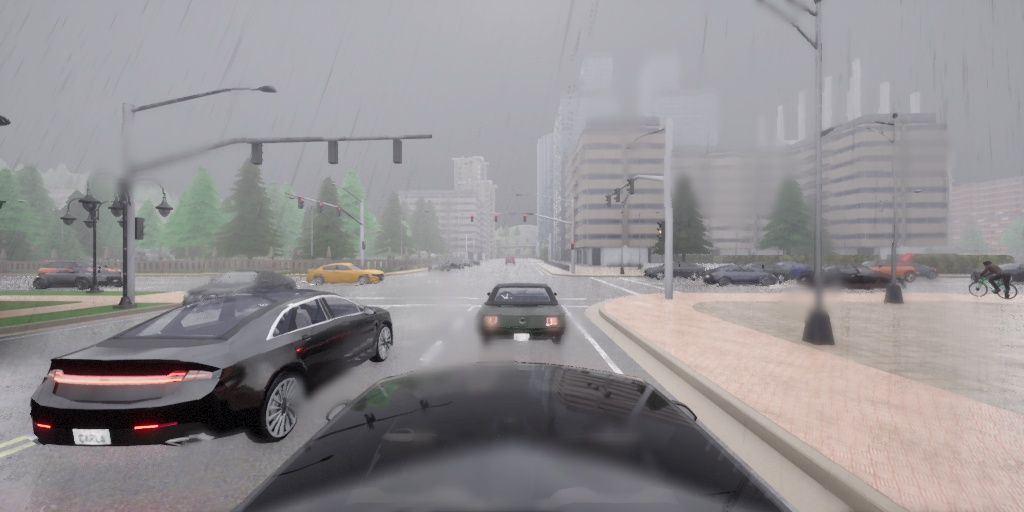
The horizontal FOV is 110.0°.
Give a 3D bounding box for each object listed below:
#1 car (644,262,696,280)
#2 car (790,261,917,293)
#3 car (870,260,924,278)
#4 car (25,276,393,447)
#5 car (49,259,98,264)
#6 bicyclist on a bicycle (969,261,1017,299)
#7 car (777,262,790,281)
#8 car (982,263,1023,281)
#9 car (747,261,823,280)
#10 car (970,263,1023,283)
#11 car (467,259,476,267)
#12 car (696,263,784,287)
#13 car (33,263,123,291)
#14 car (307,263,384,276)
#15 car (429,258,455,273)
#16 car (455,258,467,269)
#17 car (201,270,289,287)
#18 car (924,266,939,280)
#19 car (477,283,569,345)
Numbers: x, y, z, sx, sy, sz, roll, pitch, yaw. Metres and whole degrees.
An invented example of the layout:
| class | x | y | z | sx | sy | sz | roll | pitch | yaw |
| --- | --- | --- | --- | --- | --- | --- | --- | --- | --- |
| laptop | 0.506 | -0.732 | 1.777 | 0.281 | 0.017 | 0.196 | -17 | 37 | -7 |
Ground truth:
| class | x | y | z | sx | sy | sz | roll | pitch | yaw |
| --- | --- | --- | --- | --- | --- | --- | --- | --- | --- |
| car | 13.964 | 1.255 | 31.057 | 4.892 | 1.490 | 1.837 | 0 | 0 | 2 |
| car | 19.043 | 1.227 | 20.183 | 5.008 | 1.535 | 1.882 | 0 | 0 | 2 |
| car | 27.417 | 1.102 | 27.107 | 4.553 | 1.767 | 2.097 | 0 | 0 | 2 |
| car | -3.330 | 1.242 | 5.313 | 2.128 | 1.511 | 4.902 | 0 | 0 | 1 |
| car | -30.344 | 1.102 | 25.336 | 4.553 | 1.767 | 2.097 | 0 | 0 | 2 |
| bicyclist on a bicycle | 21.182 | 1.051 | 15.827 | 0.582 | 1.620 | 1.656 | 0 | 0 | 2 |
| car | 18.485 | 1.255 | 27.406 | 4.892 | 1.490 | 1.837 | 0 | 0 | 2 |
| car | 43.478 | 1.297 | 30.047 | 5.357 | 1.411 | 2.033 | 0 | 0 | 2 |
| car | 23.311 | 1.228 | 30.748 | 5.008 | 1.535 | 1.882 | 0 | 0 | 2 |
| car | 37.532 | 1.228 | 26.761 | 5.008 | 1.535 | 1.882 | 0 | 0 | 2 |
| car | -8.150 | 1.255 | 64.164 | 1.837 | 1.490 | 4.892 | 0 | 0 | 3 |
| car | 15.031 | 1.314 | 23.817 | 4.181 | 1.385 | 1.994 | 0 | 0 | 2 |
| car | -25.900 | 1.314 | 21.679 | 4.181 | 1.385 | 1.994 | 0 | 0 | 2 |
| car | -11.387 | 1.227 | 24.692 | 5.008 | 1.535 | 1.882 | 0 | 0 | 2 |
| car | -8.861 | 1.241 | 44.299 | 2.128 | 1.511 | 4.902 | 0 | 0 | 2 |
| car | -8.525 | 1.102 | 54.027 | 2.097 | 1.767 | 4.553 | 0 | 0 | 2 |
| car | -10.213 | 1.276 | 13.931 | 1.812 | 1.442 | 4.674 | 1 | 0 | -5 |
| car | 33.267 | 1.314 | 30.415 | 4.181 | 1.385 | 1.994 | 0 | 0 | 1 |
| car | 0.263 | 1.351 | 9.464 | 1.895 | 1.301 | 4.718 | 0 | 0 | 1 |
